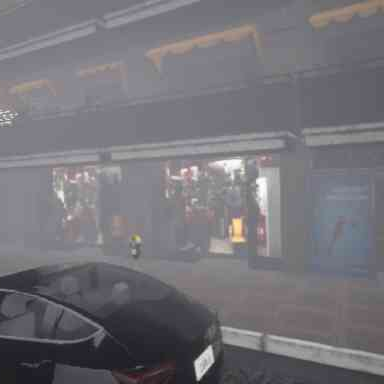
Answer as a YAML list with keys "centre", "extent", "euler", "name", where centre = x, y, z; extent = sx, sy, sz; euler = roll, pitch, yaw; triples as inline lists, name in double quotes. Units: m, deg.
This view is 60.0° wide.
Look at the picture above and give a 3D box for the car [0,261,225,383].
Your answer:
- centre: [-1.754, 1.512, 3.778]
  extent: [4.313, 1.339, 1.947]
  euler: [-1, 1, 27]
  name: "car"
